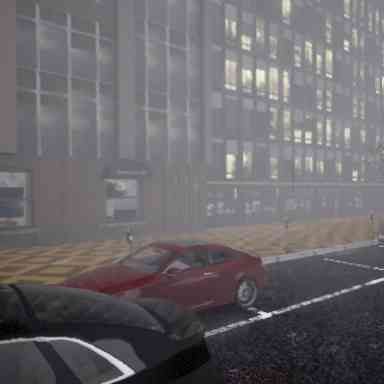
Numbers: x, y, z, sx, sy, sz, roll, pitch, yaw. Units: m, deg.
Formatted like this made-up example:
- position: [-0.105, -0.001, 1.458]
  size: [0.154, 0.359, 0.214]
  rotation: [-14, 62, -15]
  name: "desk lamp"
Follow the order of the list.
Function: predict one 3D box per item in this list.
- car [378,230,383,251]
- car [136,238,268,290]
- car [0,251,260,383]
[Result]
- position: [8.903, 1.572, 12.896]
  size: [4.403, 1.369, 2.008]
  rotation: [0, -1, -35]
  name: "car"
- position: [-0.360, 1.587, 6.307]
  size: [4.206, 1.307, 1.802]
  rotation: [0, -1, -35]
  name: "car"
- position: [-2.017, 1.504, 1.941]
  size: [4.892, 1.490, 1.837]
  rotation: [0, 0, -35]
  name: "car"
